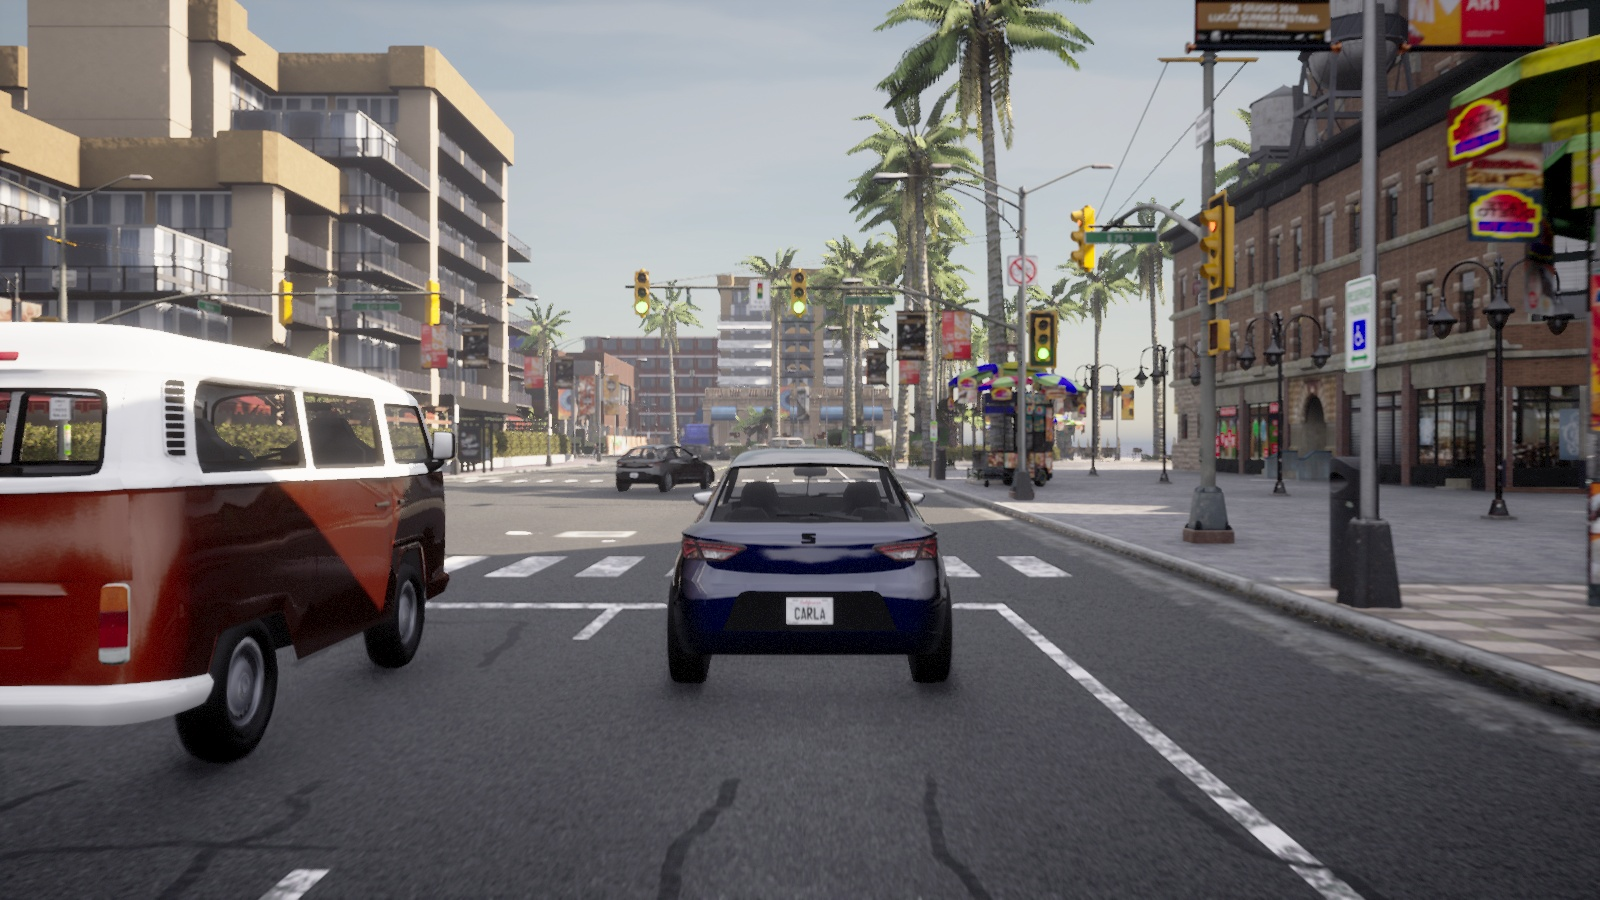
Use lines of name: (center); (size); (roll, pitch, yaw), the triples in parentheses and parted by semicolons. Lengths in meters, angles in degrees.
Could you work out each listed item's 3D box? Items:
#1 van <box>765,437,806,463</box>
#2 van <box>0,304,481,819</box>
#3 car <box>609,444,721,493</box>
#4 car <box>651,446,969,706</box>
van: (-1.155, -0.005, 97.720); (1.775, 1.987, 4.442); (0, 0, -22)
van: (-3.433, 0.430, 7.207); (2.069, 2.038, 4.480); (0, 0, 0)
car: (-4.274, 0.549, 40.341); (1.816, 1.474, 4.193); (0, 0, 22)
car: (0.066, 0.712, 9.270); (1.816, 1.474, 4.193); (0, 0, 0)
